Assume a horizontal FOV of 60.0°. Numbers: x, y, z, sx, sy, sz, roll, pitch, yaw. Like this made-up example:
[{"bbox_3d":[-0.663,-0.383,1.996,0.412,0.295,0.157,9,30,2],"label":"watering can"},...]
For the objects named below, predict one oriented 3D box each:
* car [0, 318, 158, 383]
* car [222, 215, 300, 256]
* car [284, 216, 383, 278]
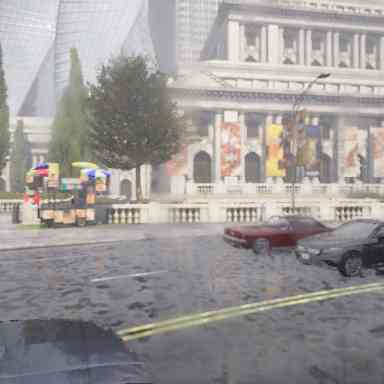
[{"bbox_3d":[-2.816,1.547,1.931,5.357,1.411,2.033,0,0,-33],"label":"car"},{"bbox_3d":[3.590,1.600,13.038,4.718,1.301,1.895,0,0,-19],"label":"car"},{"bbox_3d":[5.354,1.525,9.960,4.674,1.442,1.812,0,0,-19],"label":"car"}]
